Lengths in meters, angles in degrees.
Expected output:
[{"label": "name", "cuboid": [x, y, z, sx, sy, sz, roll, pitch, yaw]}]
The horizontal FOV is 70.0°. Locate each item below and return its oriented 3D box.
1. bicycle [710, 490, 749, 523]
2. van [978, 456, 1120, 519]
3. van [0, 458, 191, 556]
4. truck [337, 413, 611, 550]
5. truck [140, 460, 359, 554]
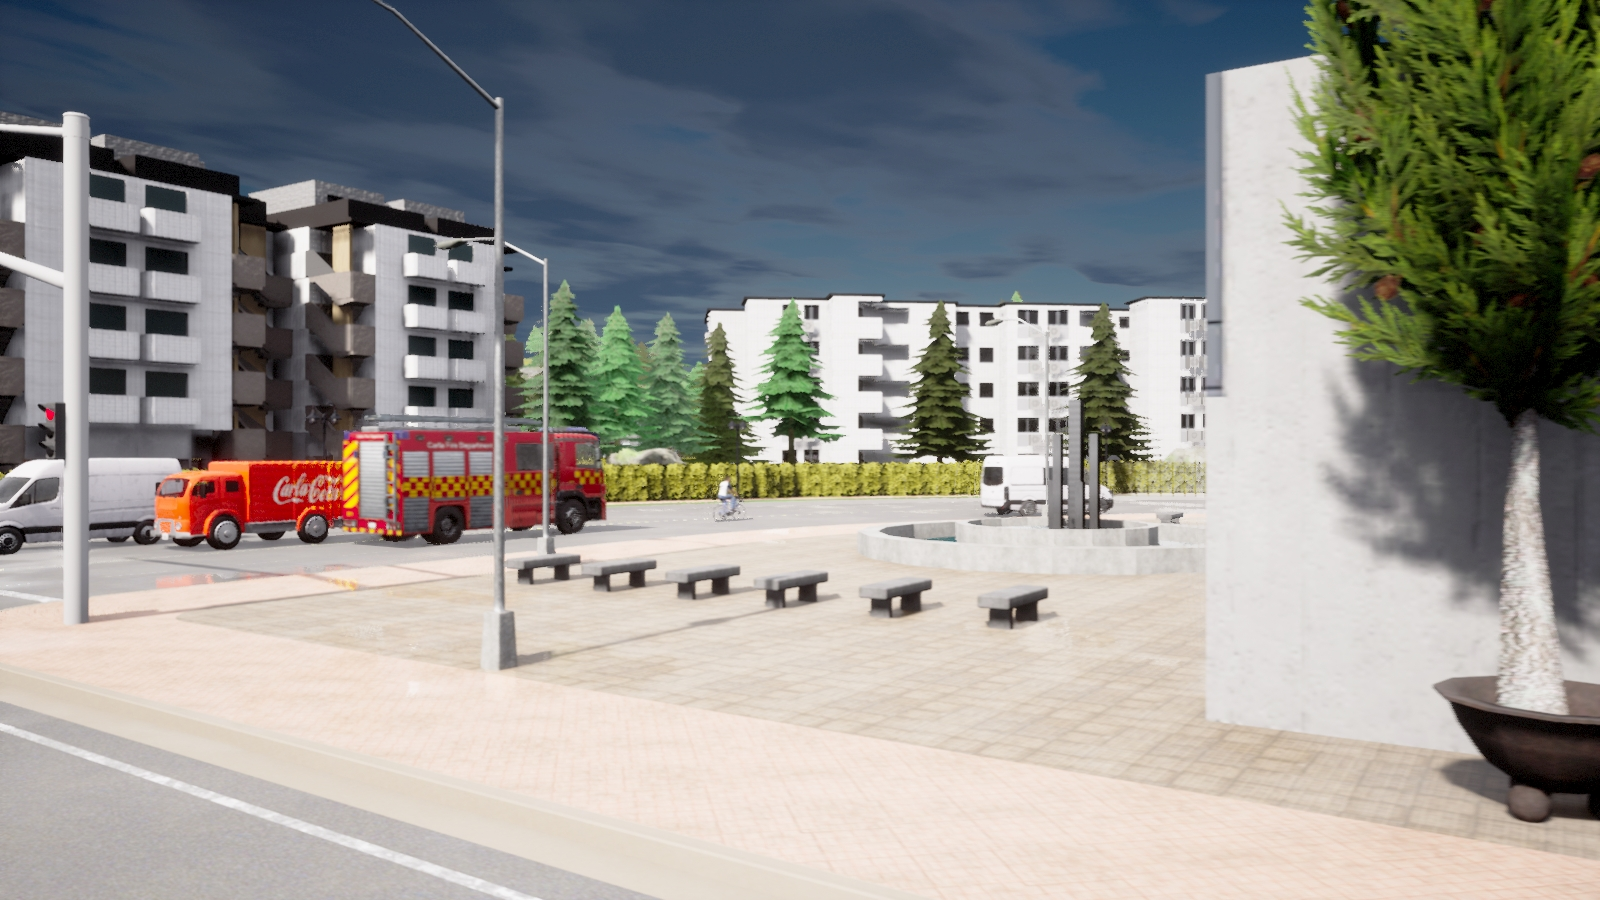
[{"label": "bicycle", "cuboid": [-2.747, 2.196, 44.494, 1.643, 1.196, 0.373, 0, 0, -43]}, {"label": "van", "cuboid": [10.649, 1.527, 48.784, 5.915, 2.561, 1.988, 0, 0, -24]}, {"label": "van", "cuboid": [-20.874, 1.521, 32.623, 1.988, 2.561, 5.915, 0, 0, 33]}, {"label": "truck", "cuboid": [-10.063, 0.880, 36.386, 2.891, 3.827, 8.468, 0, 0, 35]}, {"label": "truck", "cuboid": [-16.071, 1.556, 33.637, 2.627, 2.467, 5.204, 0, 0, 33]}]
